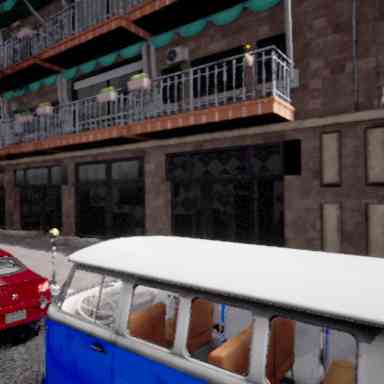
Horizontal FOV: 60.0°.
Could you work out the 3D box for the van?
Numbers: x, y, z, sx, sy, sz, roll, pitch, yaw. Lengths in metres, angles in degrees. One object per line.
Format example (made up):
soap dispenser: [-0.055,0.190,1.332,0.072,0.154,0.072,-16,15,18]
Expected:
van: [0.487,1.340,2.543,3.998,1.788,1.690,0,-1,35]

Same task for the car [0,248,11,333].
car: [-4.126,1.571,5.825,4.206,1.307,1.802,0,-1,35]
